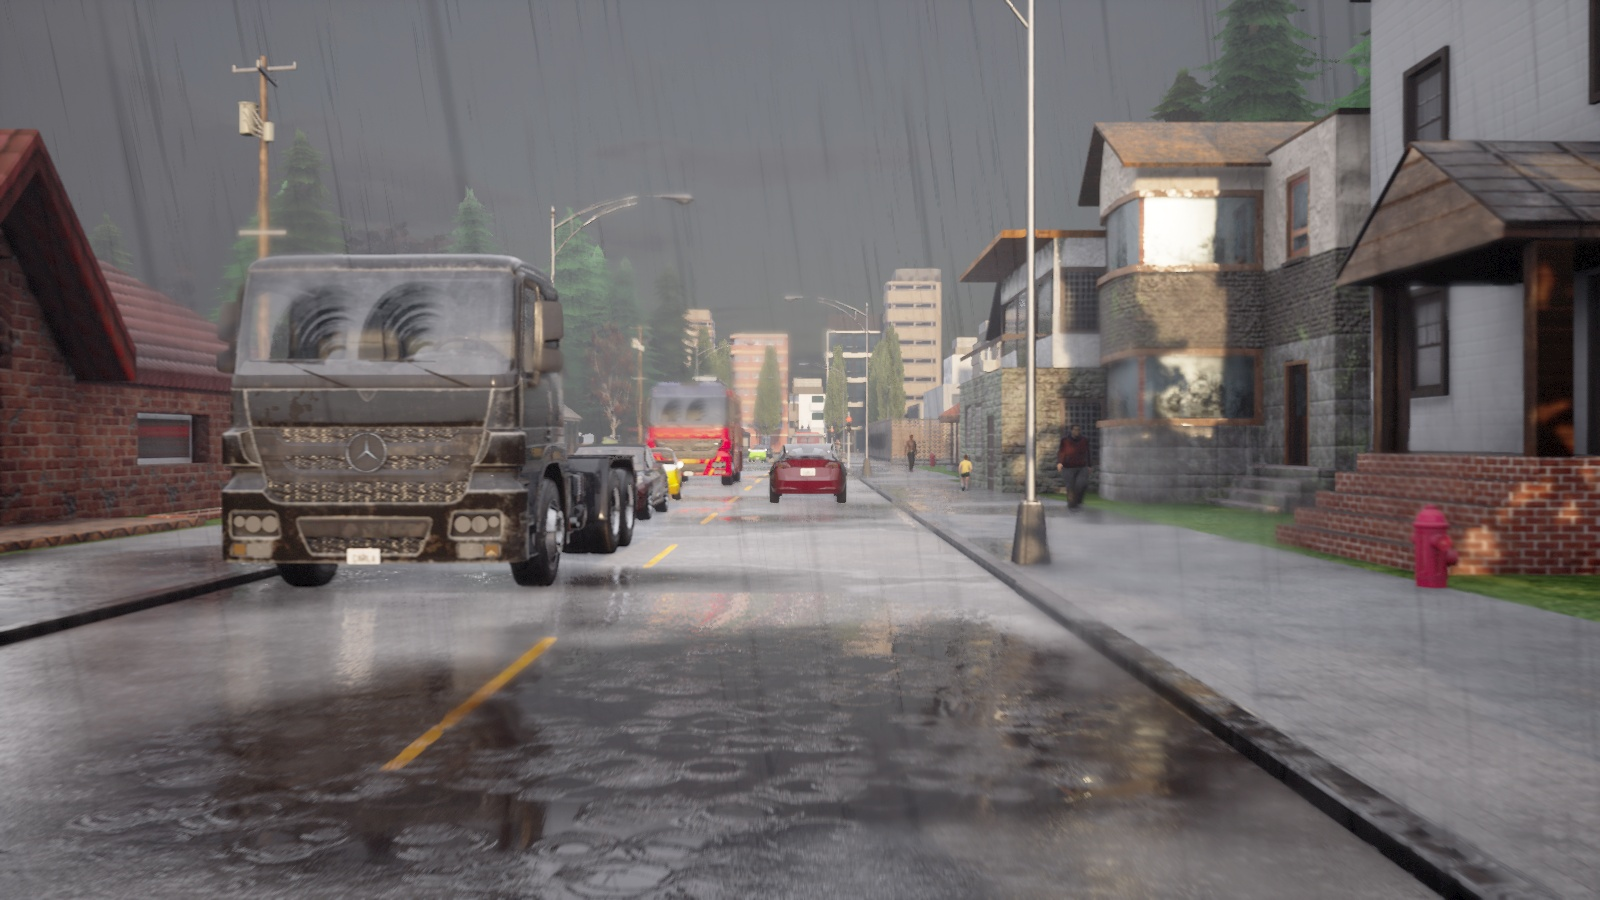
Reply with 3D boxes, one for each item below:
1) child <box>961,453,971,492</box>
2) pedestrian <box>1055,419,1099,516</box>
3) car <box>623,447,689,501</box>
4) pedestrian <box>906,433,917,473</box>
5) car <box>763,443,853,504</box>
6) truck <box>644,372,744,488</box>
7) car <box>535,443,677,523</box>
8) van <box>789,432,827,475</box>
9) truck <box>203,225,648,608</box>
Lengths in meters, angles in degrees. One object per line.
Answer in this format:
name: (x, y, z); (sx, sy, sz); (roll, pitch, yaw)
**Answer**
child: (4.772, 0.636, 36.154); (0.255, 1.110, 0.394); (0, 0, 3)
pedestrian: (5.360, 0.323, 24.333); (0.634, 1.844, 0.899); (0, 0, 0)
car: (-3.788, 0.612, 33.308); (1.481, 1.376, 2.207); (0, 1, 0)
pedestrian: (5.137, 0.134, 57.864); (0.328, 1.805, 0.869); (0, 0, -5)
car: (0.208, 0.561, 32.894); (2.163, 1.488, 4.792); (0, 0, 0)
truck: (-3.715, -0.680, 45.888); (2.891, 3.827, 8.468); (0, 0, 0)
car: (-3.837, 0.598, 25.687); (2.163, 1.488, 4.792); (0, 0, 0)
van: (0.384, 0.154, 61.306); (1.775, 1.987, 4.442); (0, 0, 0)
truck: (-3.880, -0.325, 15.362); (2.891, 3.462, 7.936); (0, 0, 1)
